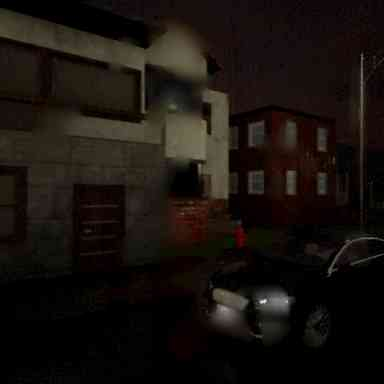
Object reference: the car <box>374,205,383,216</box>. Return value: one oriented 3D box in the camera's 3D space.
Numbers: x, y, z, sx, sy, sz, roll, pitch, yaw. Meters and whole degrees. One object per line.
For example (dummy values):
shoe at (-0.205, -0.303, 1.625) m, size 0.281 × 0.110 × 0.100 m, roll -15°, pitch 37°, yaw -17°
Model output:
car at (20.432, 1.617, 32.370) m, size 1.882 × 1.535 × 5.008 m, roll 1°, pitch 0°, yaw -33°

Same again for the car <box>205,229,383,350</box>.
car at (2.451, 1.517, 6.366) m, size 4.902 × 1.511 × 2.128 m, roll 0°, pitch 0°, yaw -37°
